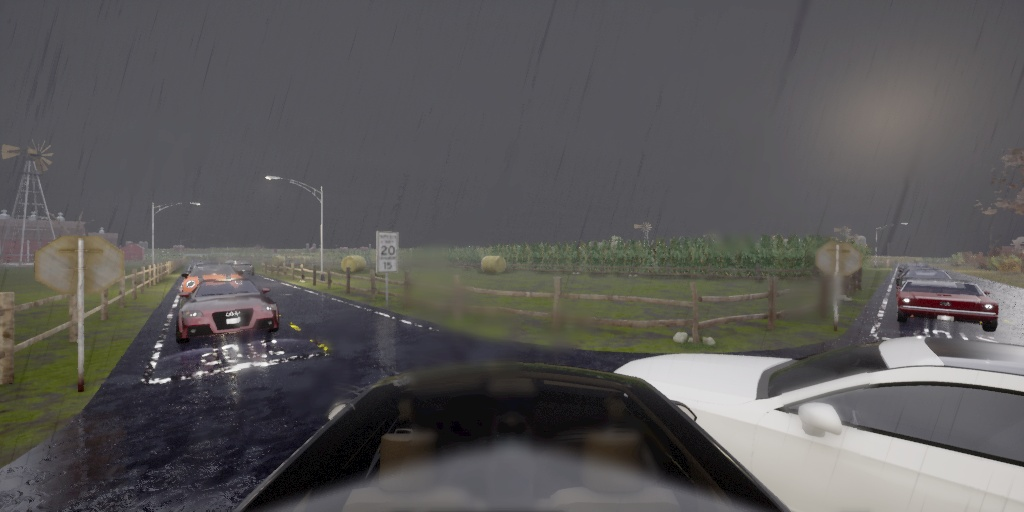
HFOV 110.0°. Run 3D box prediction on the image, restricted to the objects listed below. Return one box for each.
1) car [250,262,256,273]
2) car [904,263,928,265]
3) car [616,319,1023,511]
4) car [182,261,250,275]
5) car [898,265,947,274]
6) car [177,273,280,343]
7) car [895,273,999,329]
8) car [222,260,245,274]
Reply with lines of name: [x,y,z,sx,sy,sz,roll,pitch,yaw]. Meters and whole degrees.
car: [-26.883,1.274,35.716,2.128,1.511,4.902,0,0,-41]
car: [27.416,1.391,24.144,4.181,1.385,1.994,0,1,-43]
car: [2.844,1.293,2.333,1.812,1.442,4.674,0,1,-44]
car: [-13.672,1.136,16.449,2.097,1.767,4.553,0,0,-42]
car: [20.644,1.355,17.909,5.357,1.411,2.033,0,1,-43]
car: [-7.914,1.353,9.950,1.994,1.385,4.181,0,0,-42]
car: [13.548,1.393,11.365,4.718,1.301,1.895,0,1,-43]
car: [-33.583,1.293,43.193,1.837,1.490,4.892,0,0,-41]
